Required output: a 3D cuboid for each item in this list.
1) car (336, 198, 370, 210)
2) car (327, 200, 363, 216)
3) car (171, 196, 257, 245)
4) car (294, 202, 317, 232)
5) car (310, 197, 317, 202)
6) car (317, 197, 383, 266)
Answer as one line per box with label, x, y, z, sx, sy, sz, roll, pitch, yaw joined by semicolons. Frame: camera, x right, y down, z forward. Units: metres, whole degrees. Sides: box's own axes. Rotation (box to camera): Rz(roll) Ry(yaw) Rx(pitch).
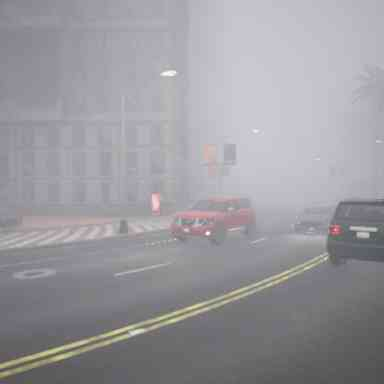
car;20.237;1.497;41.936;1.994;1.385;4.181;0;0;-5
car;15.164;1.556;33.253;1.895;1.301;4.718;0;0;8
car;1.298;1.247;16.264;2.150;2.045;5.566;0;0;34
car;7.371;1.534;19.693;2.033;1.411;5.357;0;0;26
car;20.198;1.482;52.667;1.812;1.442;4.674;0;0;3
car;6.083;1.199;10.735;2.150;2.045;5.566;0;0;38
